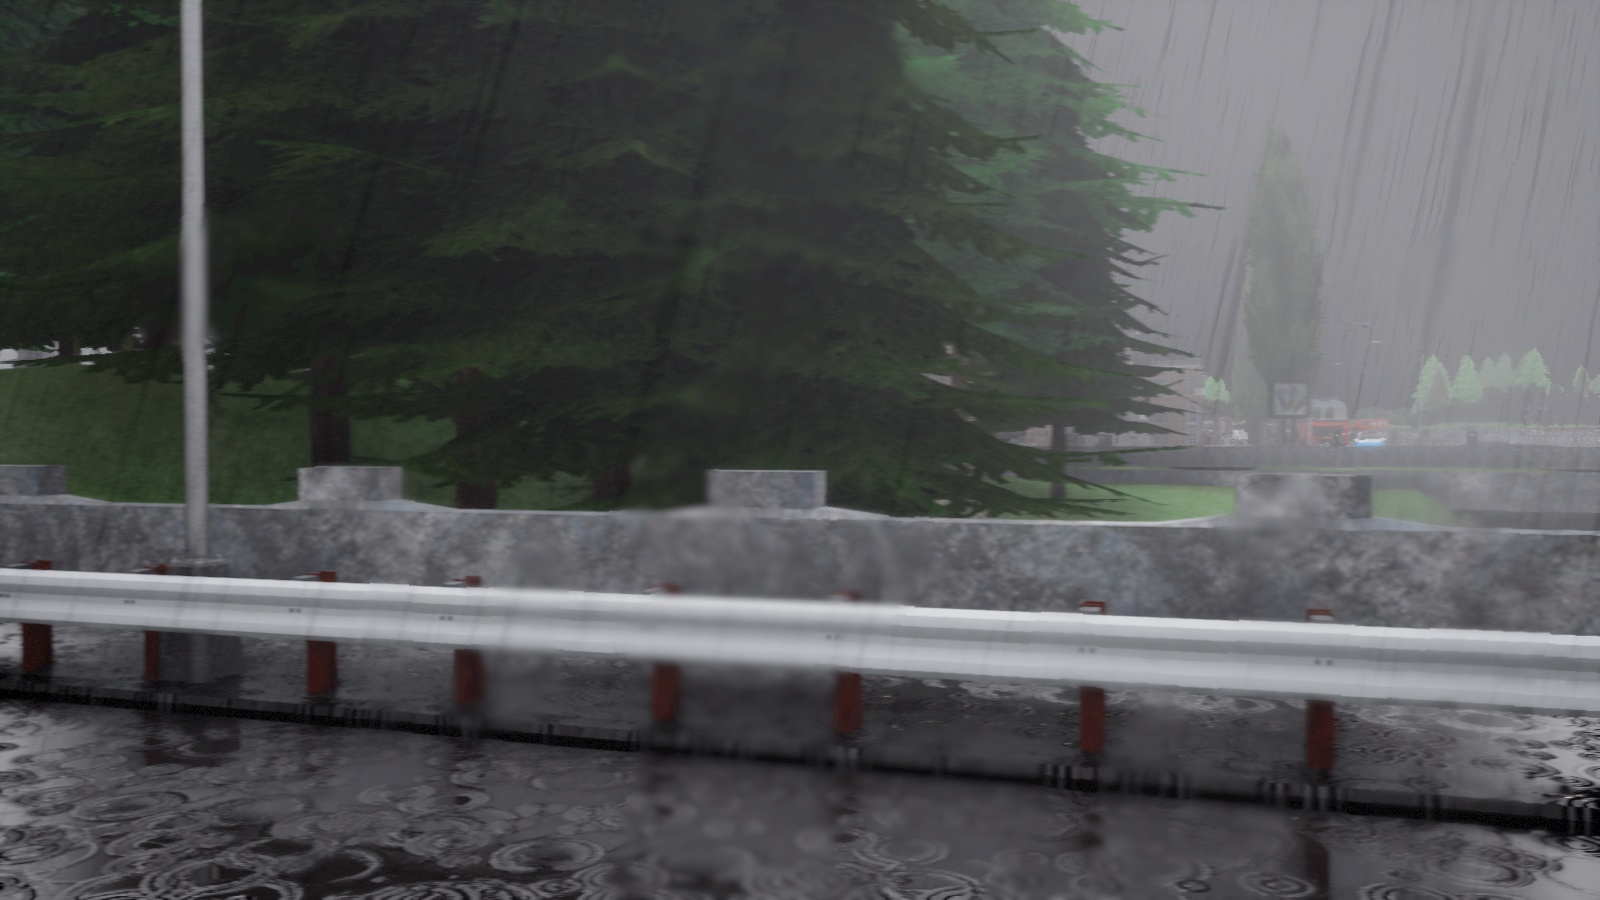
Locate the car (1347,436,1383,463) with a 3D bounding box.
[{"bbox_3d":[29.072,-0.044,64.671,1.481,1.376,2.207,1,1,19],"label":"car"}]

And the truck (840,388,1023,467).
[{"bbox_3d":[6.097,-1.067,58.146,7.936,3.462,2.891,1,1,19],"label":"truck"}]
